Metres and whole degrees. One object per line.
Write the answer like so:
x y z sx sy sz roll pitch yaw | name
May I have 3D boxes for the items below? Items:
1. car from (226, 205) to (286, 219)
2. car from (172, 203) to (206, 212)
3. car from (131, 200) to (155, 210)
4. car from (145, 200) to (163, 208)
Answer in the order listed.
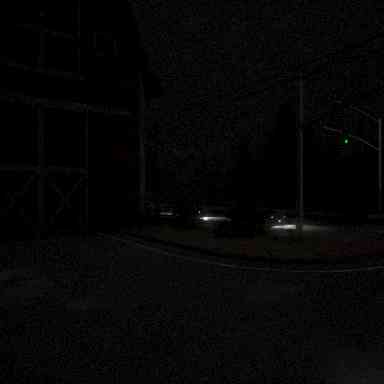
4.823 1.721 26.183 2.033 1.411 5.357 0 0 -34 | car
-0.398 1.785 33.793 1.994 1.385 4.181 0 0 -34 | car
-7.472 1.886 50.625 1.994 1.385 4.181 0 0 -34 | car
-5.385 1.867 41.056 1.895 1.301 4.718 0 0 -34 | car
